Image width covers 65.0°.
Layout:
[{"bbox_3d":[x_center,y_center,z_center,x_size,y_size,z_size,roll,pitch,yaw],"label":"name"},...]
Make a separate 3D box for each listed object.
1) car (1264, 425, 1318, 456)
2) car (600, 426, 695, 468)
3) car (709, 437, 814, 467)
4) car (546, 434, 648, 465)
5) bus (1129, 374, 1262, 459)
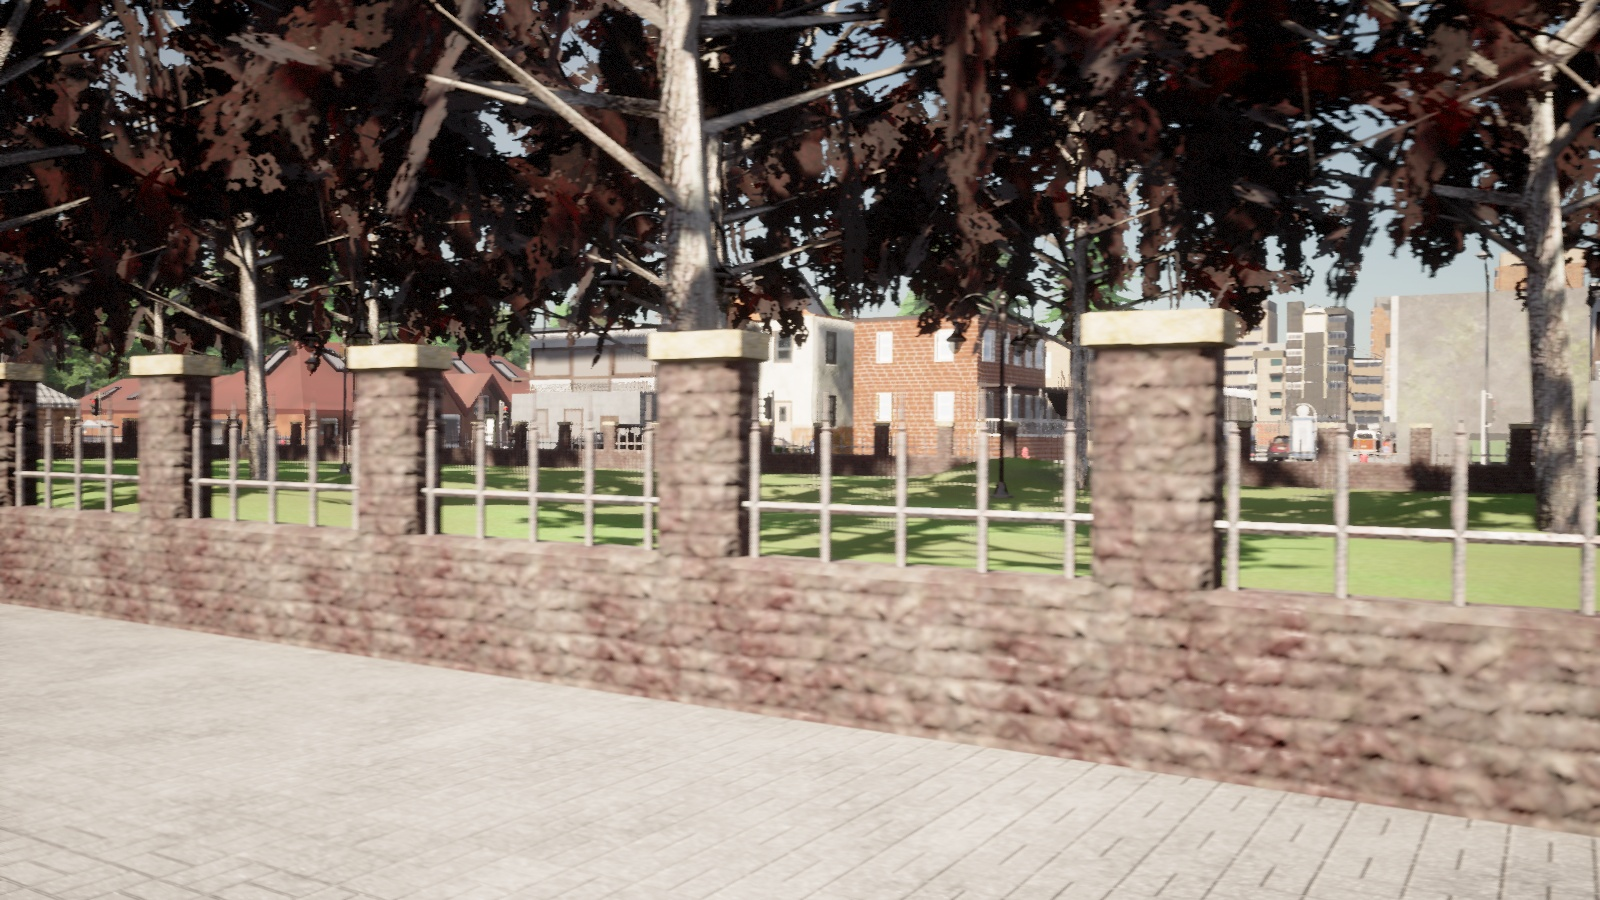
[{"bbox_3d":[27.901,-0.564,71.324,2.033,1.649,4.856,0,1,31],"label":"car"},{"bbox_3d":[-6.911,-0.140,56.749,3.866,1.878,1.905,0,1,29],"label":"car"},{"bbox_3d":[-1.804,0.093,58.121,4.718,1.301,1.895,0,1,37],"label":"car"},{"bbox_3d":[-10.292,-0.033,63.610,4.902,1.511,2.128,0,1,31],"label":"car"},{"bbox_3d":[21.812,-1.773,68.703,3.944,4.253,10.273,0,1,35],"label":"bus"}]
